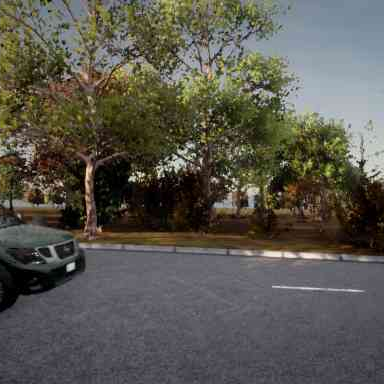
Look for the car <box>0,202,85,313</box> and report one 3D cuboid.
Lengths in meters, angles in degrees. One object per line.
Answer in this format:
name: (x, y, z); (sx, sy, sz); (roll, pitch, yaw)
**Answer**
car: (-5.211, 1.077, 7.193); (5.566, 2.045, 2.150); (2, 1, 8)
